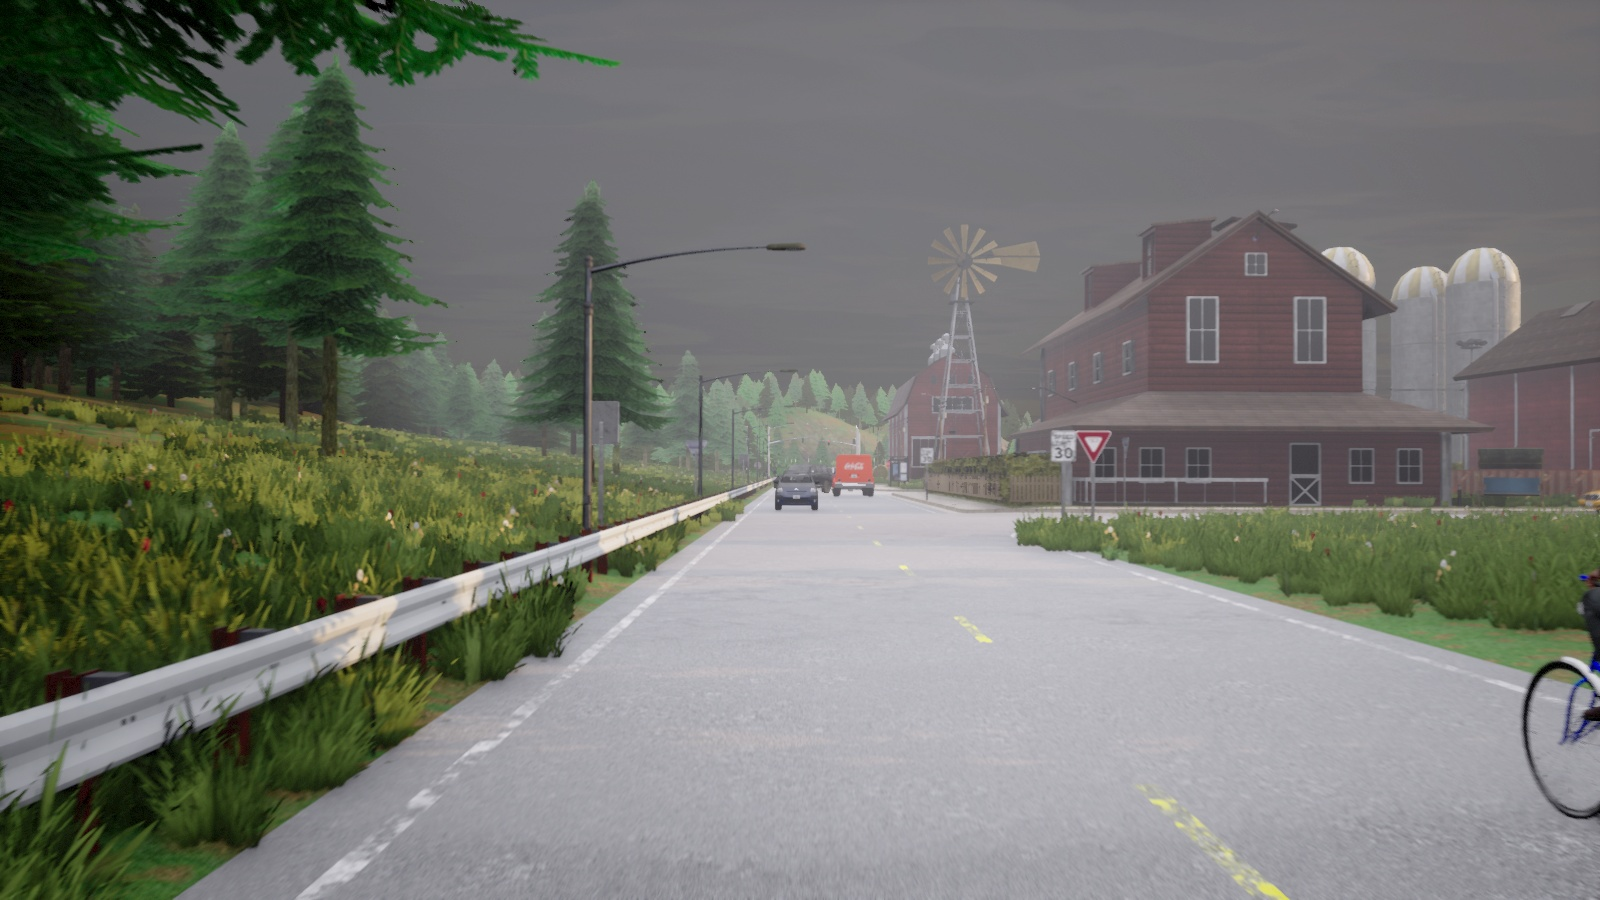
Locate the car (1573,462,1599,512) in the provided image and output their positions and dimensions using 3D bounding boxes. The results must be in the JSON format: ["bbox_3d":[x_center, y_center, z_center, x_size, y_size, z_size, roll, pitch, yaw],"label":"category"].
[{"bbox_3d":[28.306,1.182,40.726,5.366,1.575,1.801,0,-1,0],"label":"car"}]

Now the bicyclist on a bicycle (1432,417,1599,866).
[{"bbox_3d":[3.486,0.760,5.329,0.659,1.776,1.843,0,-1,0],"label":"bicyclist on a bicycle"}]

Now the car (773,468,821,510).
[{"bbox_3d":[-0.124,1.563,50.778,1.851,1.617,3.988,0,-1,0],"label":"car"}]

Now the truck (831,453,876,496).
[{"bbox_3d":[3.306,1.601,78.879,2.627,2.467,5.204,0,-3,0],"label":"truck"}]

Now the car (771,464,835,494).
[{"bbox_3d":[0.259,1.994,87.342,2.150,2.045,5.566,-1,-1,27],"label":"car"}]
